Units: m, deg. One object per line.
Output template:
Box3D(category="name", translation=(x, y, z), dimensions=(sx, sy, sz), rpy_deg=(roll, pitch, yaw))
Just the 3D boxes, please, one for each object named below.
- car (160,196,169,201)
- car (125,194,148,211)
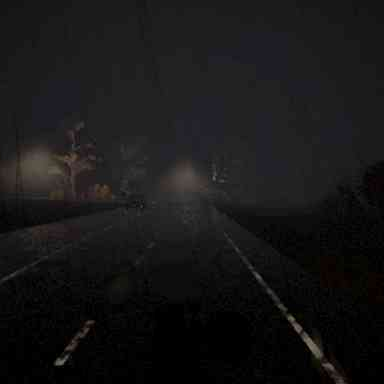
Box3D(category="car", translation=(-7.025, 1.614, 85.015), dimensions=(1.994, 1.385, 4.181), rpy_deg=(0, 0, 0))
Box3D(category="car", translation=(-6.995, 1.259, 42.501), dimensions=(2.150, 2.045, 5.566), rpy_deg=(0, 0, 0))
